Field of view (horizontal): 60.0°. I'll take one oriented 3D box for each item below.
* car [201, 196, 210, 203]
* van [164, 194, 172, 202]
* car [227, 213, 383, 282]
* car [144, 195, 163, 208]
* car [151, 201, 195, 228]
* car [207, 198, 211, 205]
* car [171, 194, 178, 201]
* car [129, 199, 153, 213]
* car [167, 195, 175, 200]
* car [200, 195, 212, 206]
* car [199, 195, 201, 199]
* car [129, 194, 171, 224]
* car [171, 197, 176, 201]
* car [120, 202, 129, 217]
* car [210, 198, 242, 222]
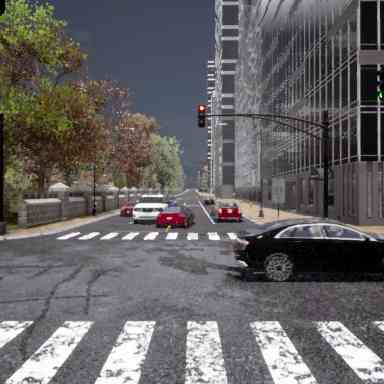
[{"bbox_3d":[2.845,1.506,71.619,1.752,1.417,4.829,0,0,0],"label":"car"},{"bbox_3d":[-5.523,1.313,77.158,1.690,1.788,3.998,0,0,0],"label":"van"},{"bbox_3d":[3.569,1.482,9.072,4.902,1.511,2.128,0,0,1],"label":"car"},{"bbox_3d":[-5.585,1.316,48.742,2.192,1.841,5.009,0,0,0],"label":"car"},{"bbox_3d":[-1.022,1.565,22.202,1.994,1.385,4.181,0,0,10],"label":"car"},{"bbox_3d":[2.758,1.568,31.678,1.947,1.339,4.313,0,0,0],"label":"car"},{"bbox_3d":[-2.992,1.354,45.841,2.097,1.767,4.553,0,0,0],"label":"car"},{"bbox_3d":[-5.610,1.553,37.376,2.008,1.369,4.403,0,0,0],"label":"car"},{"bbox_3d":[-5.500,1.531,88.525,1.802,1.307,4.206,0,0,0],"label":"car"},{"bbox_3d":[2.807,1.564,54.402,1.947,1.339,4.313,0,0,0],"label":"car"},{"bbox_3d":[2.820,1.434,60.083,1.967,1.590,4.097,0,0,0],"label":"car"},{"bbox_3d":[-3.049,1.223,25.477,2.150,2.045,5.566,0,0,0],"label":"car"},{"bbox_3d":[-3.023,1.528,35.631,1.812,1.442,4.674,0,0,0],"label":"car"},{"bbox_3d":[-5.622,1.547,31.693,1.887,1.381,4.507,0,0,0],"label":"car"},{"bbox_3d":[2.747,1.442,25.997,1.967,1.590,4.097,0,0,0],"label":"car"}]
